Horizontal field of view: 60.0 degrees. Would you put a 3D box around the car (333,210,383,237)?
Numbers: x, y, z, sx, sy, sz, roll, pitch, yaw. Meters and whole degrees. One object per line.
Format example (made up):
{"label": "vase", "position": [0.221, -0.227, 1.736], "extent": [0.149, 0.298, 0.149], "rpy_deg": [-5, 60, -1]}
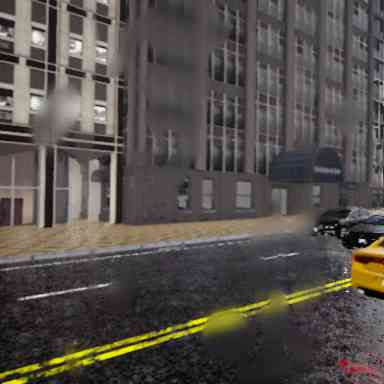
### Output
{"label": "car", "position": [7.816, 1.606, 13.243], "extent": [4.181, 1.385, 1.994], "rpy_deg": [0, 0, -35]}

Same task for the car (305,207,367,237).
{"label": "car", "position": [7.871, 1.554, 17.274], "extent": [4.892, 1.490, 1.837], "rpy_deg": [0, 0, -35]}

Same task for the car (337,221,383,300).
{"label": "car", "position": [5.564, 1.504, 7.391], "extent": [5.008, 1.535, 1.882], "rpy_deg": [0, 0, -35]}
